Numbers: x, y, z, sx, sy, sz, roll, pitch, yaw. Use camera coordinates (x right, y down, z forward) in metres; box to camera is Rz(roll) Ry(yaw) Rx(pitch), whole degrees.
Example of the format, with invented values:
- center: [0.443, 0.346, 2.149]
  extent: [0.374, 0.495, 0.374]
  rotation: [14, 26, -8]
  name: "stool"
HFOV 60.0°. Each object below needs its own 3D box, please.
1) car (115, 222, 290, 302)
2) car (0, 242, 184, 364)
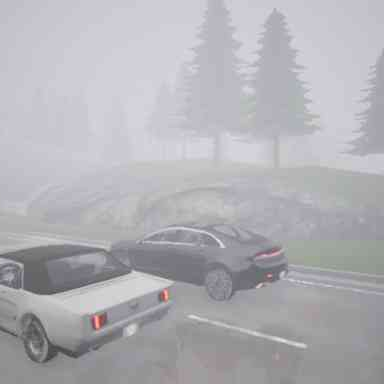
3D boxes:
- center: [-0.075, 1.508, 8.346]
  extent: [4.902, 1.511, 2.128]
  rotation: [0, 0, 36]
  name: "car"
- center: [-2.642, 1.620, 5.878]
  extent: [4.718, 1.301, 1.895]
  rotation: [0, 0, 36]
  name: "car"
